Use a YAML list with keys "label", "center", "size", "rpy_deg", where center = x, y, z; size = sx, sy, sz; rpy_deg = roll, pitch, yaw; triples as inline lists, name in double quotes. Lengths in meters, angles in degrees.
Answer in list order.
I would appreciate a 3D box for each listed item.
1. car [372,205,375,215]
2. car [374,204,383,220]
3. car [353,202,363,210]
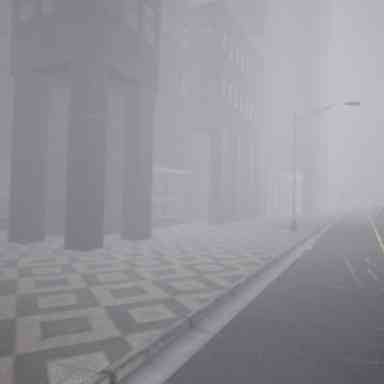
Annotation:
- label: "car"
  center: [26.732, 2.420, 47.192]
  size: [1.882, 1.535, 5.008]
  rpy_deg: [1, -1, 27]
- label: "car"
  center: [20.799, 2.246, 35.471]
  size: [1.812, 1.442, 4.674]
  rpy_deg: [1, -1, 27]
- label: "car"
  center: [34.061, 2.764, 68.183]
  size: [1.882, 1.535, 5.008]
  rpy_deg: [1, -1, 27]
